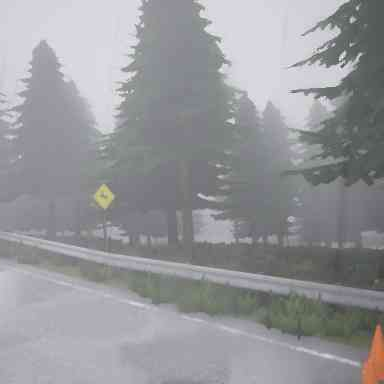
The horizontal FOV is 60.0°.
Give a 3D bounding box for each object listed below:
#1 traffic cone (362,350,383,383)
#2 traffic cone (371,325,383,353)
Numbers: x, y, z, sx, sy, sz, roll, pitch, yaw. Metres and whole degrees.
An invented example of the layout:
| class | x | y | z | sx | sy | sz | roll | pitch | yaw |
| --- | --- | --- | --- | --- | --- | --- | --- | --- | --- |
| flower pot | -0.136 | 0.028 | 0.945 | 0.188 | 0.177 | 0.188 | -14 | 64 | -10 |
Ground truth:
| class | x | y | z | sx | sy | sz | roll | pitch | yaw |
| --- | --- | --- | --- | --- | --- | --- | --- | --- | --- |
| traffic cone | 1.773 | 1.956 | 3.297 | 0.340 | 0.580 | 0.340 | 0 | 0 | 34 |
| traffic cone | 2.321 | 1.956 | 4.130 | 0.340 | 0.580 | 0.340 | 0 | 0 | 34 |
